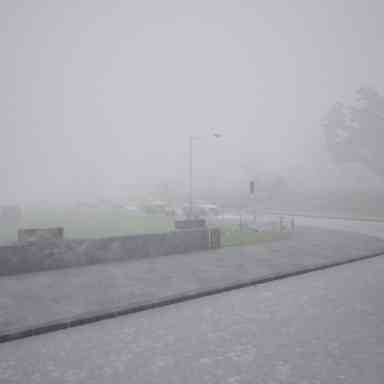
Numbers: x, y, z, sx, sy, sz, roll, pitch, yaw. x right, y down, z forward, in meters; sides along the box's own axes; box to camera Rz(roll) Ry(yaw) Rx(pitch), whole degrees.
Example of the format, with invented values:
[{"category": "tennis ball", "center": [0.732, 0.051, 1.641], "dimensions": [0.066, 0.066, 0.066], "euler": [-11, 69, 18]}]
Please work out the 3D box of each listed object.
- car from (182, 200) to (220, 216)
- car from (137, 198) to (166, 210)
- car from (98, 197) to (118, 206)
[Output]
[{"category": "car", "center": [0.767, 1.526, 33.063], "dimensions": [1.812, 1.442, 4.674], "euler": [0, 0, -36]}, {"category": "car", "center": [-5.034, 1.478, 41.182], "dimensions": [1.882, 1.535, 5.008], "euler": [0, 0, -35]}, {"category": "car", "center": [-13.341, 1.493, 52.929], "dimensions": [2.128, 1.511, 4.902], "euler": [0, 0, -35]}]
